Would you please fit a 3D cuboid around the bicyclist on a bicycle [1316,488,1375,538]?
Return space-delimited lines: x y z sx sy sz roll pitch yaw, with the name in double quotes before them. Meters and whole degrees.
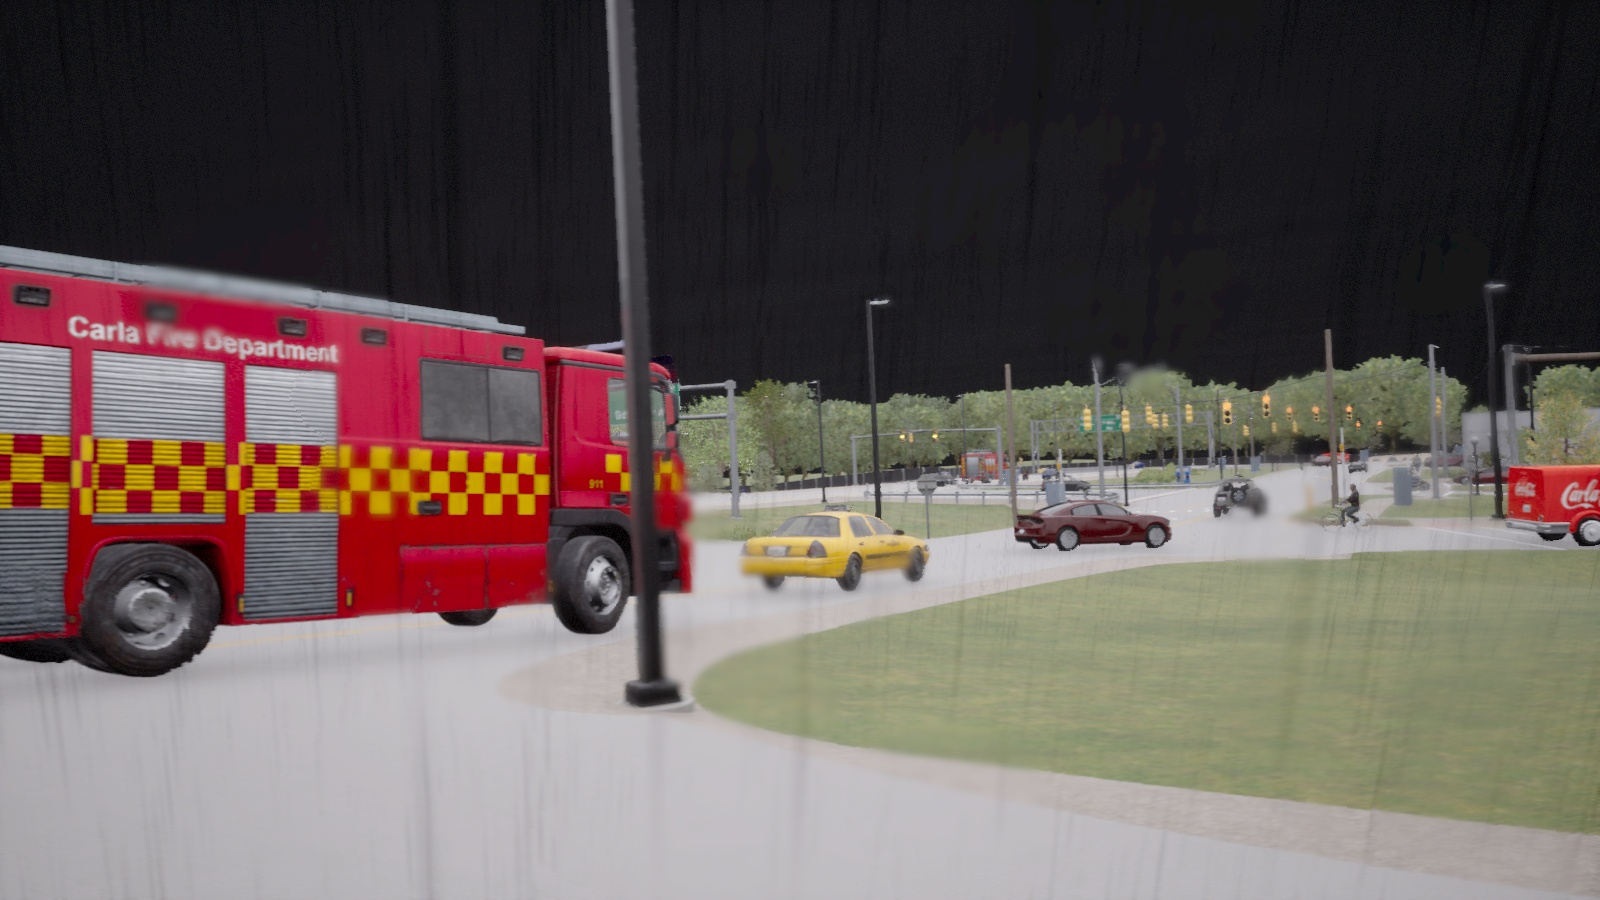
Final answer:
"bicyclist on a bicycle" 19.597 2.258 45.131 1.843 1.776 0.659 0 1 3

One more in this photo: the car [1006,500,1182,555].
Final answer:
"car" 9.046 2.346 38.708 5.008 1.535 1.882 0 -1 -18

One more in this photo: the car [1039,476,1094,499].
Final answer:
"car" 20.255 2.848 95.406 3.705 1.549 1.789 -2 0 25

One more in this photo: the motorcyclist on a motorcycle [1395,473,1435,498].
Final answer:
"motorcyclist on a motorcycle" 41.781 2.391 85.345 0.766 1.649 2.350 0 0 -43

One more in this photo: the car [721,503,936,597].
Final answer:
"car" 0.698 1.813 23.790 1.801 1.575 5.366 -2 -3 28

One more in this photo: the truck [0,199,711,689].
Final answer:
"truck" -4.947 0.168 13.619 2.891 3.827 8.468 -3 -5 40

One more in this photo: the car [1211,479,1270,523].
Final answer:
"car" 20.460 2.337 58.269 1.932 1.855 4.605 -2 -1 27

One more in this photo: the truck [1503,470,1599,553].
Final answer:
"truck" 25.448 1.899 39.509 5.204 2.467 2.627 0 0 4
